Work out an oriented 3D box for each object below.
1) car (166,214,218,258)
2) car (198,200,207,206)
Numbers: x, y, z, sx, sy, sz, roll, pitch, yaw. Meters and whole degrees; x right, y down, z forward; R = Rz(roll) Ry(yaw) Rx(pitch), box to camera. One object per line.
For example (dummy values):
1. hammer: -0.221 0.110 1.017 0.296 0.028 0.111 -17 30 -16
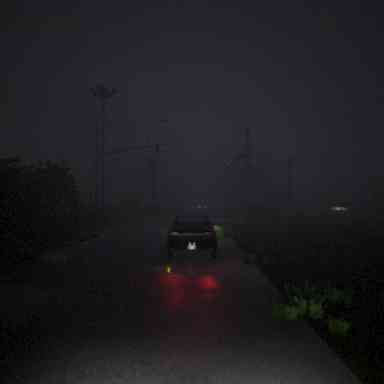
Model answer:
1. car: 0.006 1.649 13.476 2.128 1.511 4.902 0 -1 0
2. car: 2.403 2.372 74.287 1.994 1.385 4.181 0 -1 3
